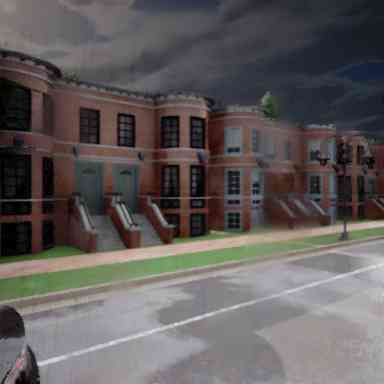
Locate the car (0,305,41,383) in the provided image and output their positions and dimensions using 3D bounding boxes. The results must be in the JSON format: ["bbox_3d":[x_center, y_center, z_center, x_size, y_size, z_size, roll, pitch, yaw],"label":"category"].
[{"bbox_3d":[-3.440,1.515,1.660,4.902,1.511,2.128,0,0,-34],"label":"car"}]
